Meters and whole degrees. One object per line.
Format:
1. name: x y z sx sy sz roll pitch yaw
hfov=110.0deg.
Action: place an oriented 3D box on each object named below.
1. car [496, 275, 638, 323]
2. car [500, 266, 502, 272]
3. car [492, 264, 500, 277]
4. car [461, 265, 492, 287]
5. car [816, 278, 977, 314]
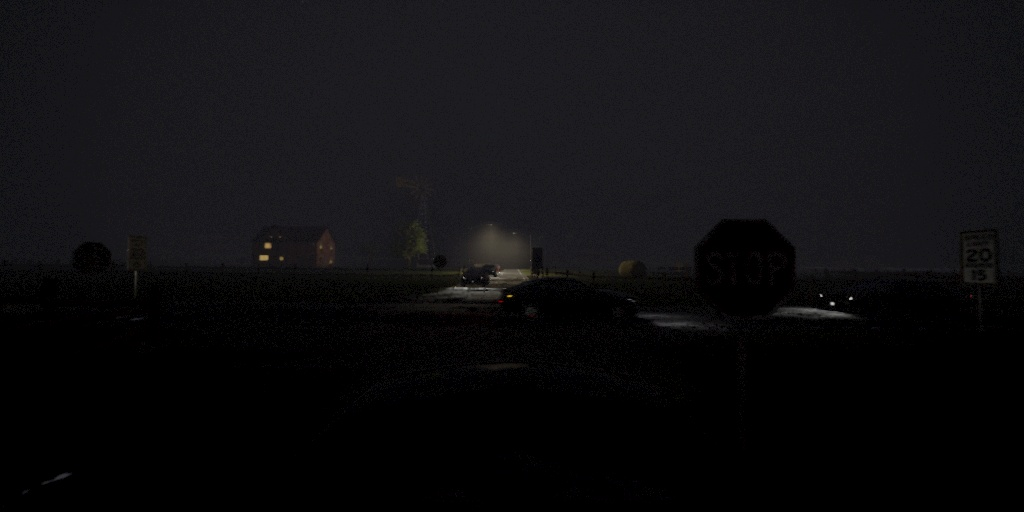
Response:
1. car: 1.882 1.439 12.321 4.674 1.442 1.812 1 -1 -1
2. car: -2.822 2.103 62.171 1.994 1.385 4.181 0 -1 1
3. car: -2.881 1.822 44.930 1.837 1.490 4.892 0 -1 0
4. car: -2.891 1.633 28.922 1.812 1.442 4.674 0 -1 1
5. car: 16.352 1.672 15.374 5.357 1.411 2.033 1 -1 -1
